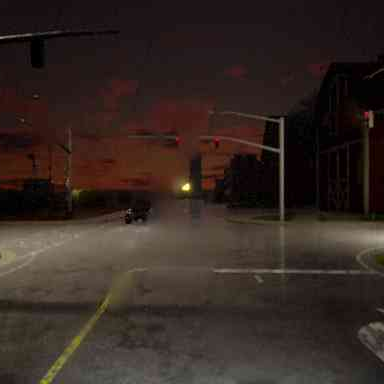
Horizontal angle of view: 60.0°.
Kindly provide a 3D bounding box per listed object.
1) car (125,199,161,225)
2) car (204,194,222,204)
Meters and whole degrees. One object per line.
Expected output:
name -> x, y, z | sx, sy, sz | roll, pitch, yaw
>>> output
car -> -3.483, 1.318, 24.433 | 2.097, 1.767, 4.553 | 0, 0, 0
car -> 4.209, 1.385, 66.269 | 1.905, 1.878, 3.866 | -8, 3, -42
